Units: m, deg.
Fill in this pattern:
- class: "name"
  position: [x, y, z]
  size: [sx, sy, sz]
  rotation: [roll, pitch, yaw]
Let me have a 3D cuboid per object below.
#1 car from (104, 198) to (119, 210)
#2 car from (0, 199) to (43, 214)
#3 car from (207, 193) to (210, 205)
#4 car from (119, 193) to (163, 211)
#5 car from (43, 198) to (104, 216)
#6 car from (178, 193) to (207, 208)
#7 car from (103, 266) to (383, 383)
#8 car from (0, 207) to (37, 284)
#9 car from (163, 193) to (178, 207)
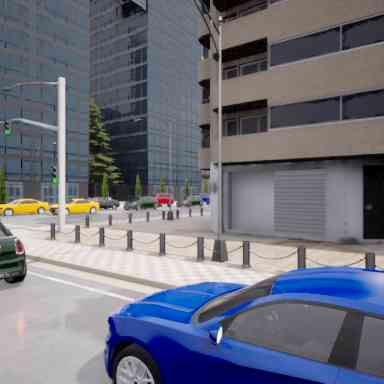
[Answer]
- class: "car"
  position: [-10.807, 1.436, 39.524]
  size: [2.128, 1.511, 4.902]
  rotation: [0, 0, 36]
- class: "car"
  position: [-16.321, 1.422, 31.915]
  size: [1.882, 1.535, 5.008]
  rotation: [0, 0, 36]
- class: "car"
  position: [1.127, 1.166, 55.958]
  size: [2.150, 2.045, 5.566]
  rotation: [0, 0, 36]
- class: "car"
  position: [-6.095, 1.296, 40.064]
  size: [2.097, 1.767, 4.553]
  rotation: [0, 0, 36]
- class: "car"
  position: [-11.465, 1.422, 32.645]
  size: [1.882, 1.535, 5.008]
  rotation: [0, 0, 36]
- class: "car"
  position: [-0.288, 1.296, 48.073]
  size: [2.097, 1.767, 4.553]
  rotation: [0, 0, 36]
- class: "car"
  position: [1.287, 1.478, 3.073]
  size: [5.008, 1.535, 1.882]
  rotation: [0, 0, 36]
- class: "car"
  position: [-6.209, 1.352, 8.413]
  size: [4.553, 1.767, 2.097]
  rotation: [0, 0, 36]
- class: "car"
  position: [-4.896, 1.166, 47.689]
  size: [2.150, 2.045, 5.566]
  rotation: [0, 0, 35]
